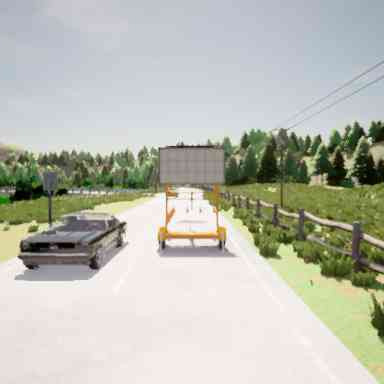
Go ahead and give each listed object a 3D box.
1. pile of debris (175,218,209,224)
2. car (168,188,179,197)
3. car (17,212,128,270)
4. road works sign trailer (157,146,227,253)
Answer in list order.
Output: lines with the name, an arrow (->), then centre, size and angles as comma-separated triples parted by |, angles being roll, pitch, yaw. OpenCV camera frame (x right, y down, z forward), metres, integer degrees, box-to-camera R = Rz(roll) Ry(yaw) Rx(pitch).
pile of debris -> -0.001, 1.647, 19.088 | 1.860, 0.140, 1.500 | 0, 2, 0
car -> -3.130, 0.072, 53.372 | 1.882, 1.535, 5.008 | 0, 2, 1
car -> -3.301, 1.323, 10.159 | 1.895, 1.301, 4.718 | 0, 2, 0
road works sign trailer -> 0.000, 0.135, 12.044 | 2.380, 3.560, 2.880 | 0, 2, 0
